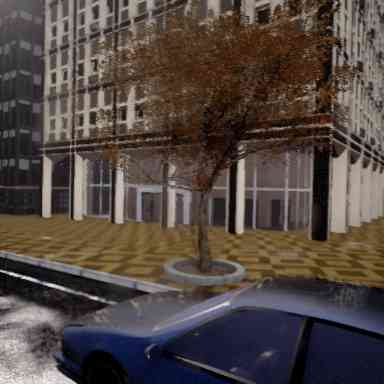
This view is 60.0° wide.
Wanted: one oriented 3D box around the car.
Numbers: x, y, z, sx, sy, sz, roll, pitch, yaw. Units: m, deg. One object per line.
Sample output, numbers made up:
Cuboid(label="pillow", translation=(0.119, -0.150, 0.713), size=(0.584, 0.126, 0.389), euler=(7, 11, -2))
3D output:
Cuboid(label="car", translation=(1.032, 1.546, 2.948), size=(5.357, 1.411, 2.033), euler=(0, 0, 35))
